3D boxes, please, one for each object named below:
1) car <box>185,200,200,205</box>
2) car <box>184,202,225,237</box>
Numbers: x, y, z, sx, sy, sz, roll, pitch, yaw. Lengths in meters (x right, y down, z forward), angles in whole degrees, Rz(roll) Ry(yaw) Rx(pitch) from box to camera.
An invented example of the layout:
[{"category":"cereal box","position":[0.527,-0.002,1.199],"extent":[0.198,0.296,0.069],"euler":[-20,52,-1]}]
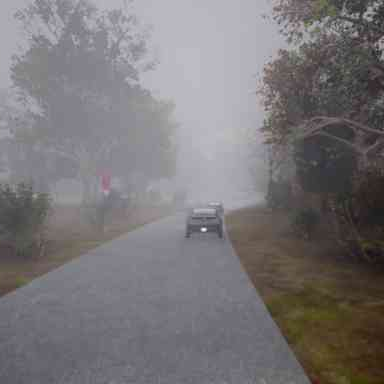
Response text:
[{"category":"car","position":[0.250,1.776,41.020],"extent":[1.837,1.490,4.892],"euler":[0,-1,9]},{"category":"car","position":[0.713,1.537,18.153],"extent":[1.837,1.490,4.892],"euler":[0,0,4]}]
